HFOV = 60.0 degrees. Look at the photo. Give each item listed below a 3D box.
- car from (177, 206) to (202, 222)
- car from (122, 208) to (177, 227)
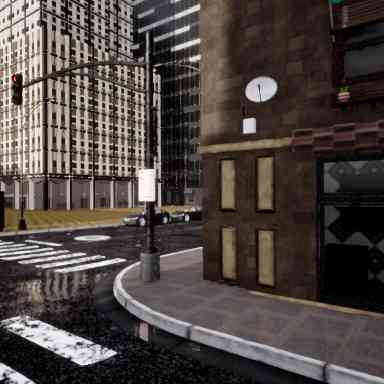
[{"bbox_3d":[-0.296,1.975,30.465,2.008,1.369,4.403,-2,-2,35],"label":"car"},{"bbox_3d":[-3.500,1.894,25.909,2.008,1.369,4.403,-2,-2,35],"label":"car"}]
